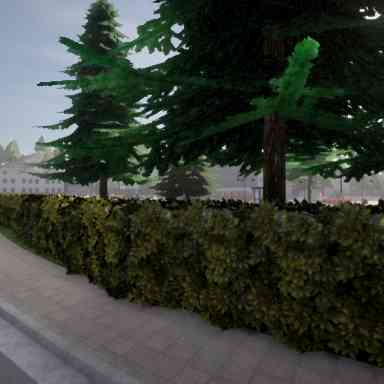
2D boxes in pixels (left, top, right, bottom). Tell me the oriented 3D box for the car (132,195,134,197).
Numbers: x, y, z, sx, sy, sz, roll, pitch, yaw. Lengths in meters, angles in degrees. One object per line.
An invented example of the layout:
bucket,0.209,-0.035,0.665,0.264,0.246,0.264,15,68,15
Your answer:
car,-10.916,1.096,77.718,4.605,1.855,1.932,0,0,-36

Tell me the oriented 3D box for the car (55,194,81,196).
car,-23.873,1.318,63.962,3.633,1.501,1.845,0,0,-36

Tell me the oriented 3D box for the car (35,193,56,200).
car,-36.361,1.095,82.633,4.605,1.855,1.932,0,0,-36

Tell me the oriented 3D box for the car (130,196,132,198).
car,-12.946,1.075,79.837,3.866,1.878,1.905,0,0,-36

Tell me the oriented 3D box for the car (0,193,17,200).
car,-44.668,1.075,80.711,3.866,1.878,1.905,0,0,-36

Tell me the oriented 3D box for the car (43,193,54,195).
car,-29.670,1.296,72.102,4.514,1.523,2.007,0,0,-36

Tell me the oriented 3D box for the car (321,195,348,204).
car,24.764,1.342,57.785,2.097,1.767,4.553,0,0,-36

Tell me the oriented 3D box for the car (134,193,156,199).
car,-7.949,1.383,60.636,3.806,1.475,1.970,0,0,-36

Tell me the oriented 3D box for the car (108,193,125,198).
car,-20.412,1.152,90.228,5.027,1.636,2.152,0,0,-36
